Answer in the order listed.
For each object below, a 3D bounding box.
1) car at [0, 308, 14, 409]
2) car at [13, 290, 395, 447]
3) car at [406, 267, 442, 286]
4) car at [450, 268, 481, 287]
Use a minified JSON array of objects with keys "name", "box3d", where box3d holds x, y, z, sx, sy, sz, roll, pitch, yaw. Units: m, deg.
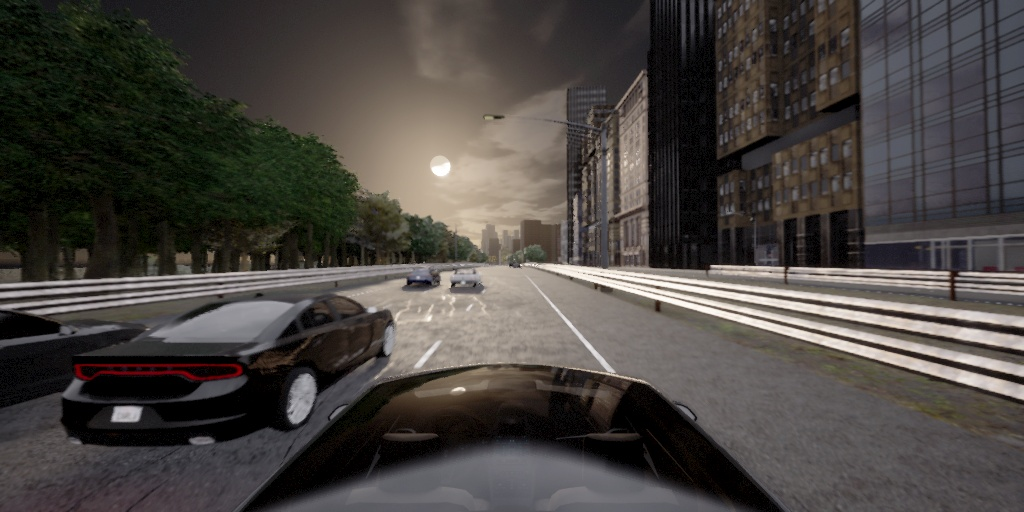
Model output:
[{"name":"car","box3d":[-6.896,1.276,4.072,1.837,1.490,4.892,0,-1,0]},{"name":"car","box3d":[-3.397,1.263,5.640,1.882,1.535,5.008,0,-1,0]},{"name":"car","box3d":[-6.888,1.566,28.353,1.994,1.385,4.181,0,-1,0]},{"name":"car","box3d":[-3.388,1.590,27.063,1.895,1.301,4.718,0,-1,0]}]
